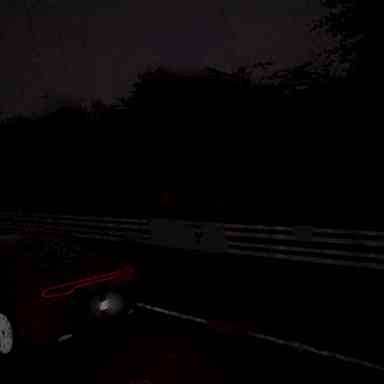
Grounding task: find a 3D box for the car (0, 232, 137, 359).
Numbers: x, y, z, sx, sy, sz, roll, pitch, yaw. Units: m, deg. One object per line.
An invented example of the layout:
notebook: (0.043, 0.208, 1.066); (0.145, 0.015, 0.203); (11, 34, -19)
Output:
car: (-3.236, 1.499, 6.228); (5.008, 1.535, 1.882); (-1, -1, 36)
